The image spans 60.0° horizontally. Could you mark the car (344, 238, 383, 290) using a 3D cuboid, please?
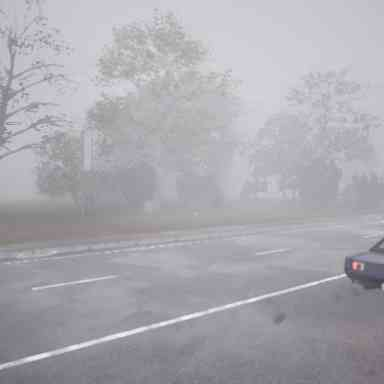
[{"bbox_3d":[5.688,1.592,7.803,4.718,1.301,1.895,0,0,-35],"label":"car"}]
